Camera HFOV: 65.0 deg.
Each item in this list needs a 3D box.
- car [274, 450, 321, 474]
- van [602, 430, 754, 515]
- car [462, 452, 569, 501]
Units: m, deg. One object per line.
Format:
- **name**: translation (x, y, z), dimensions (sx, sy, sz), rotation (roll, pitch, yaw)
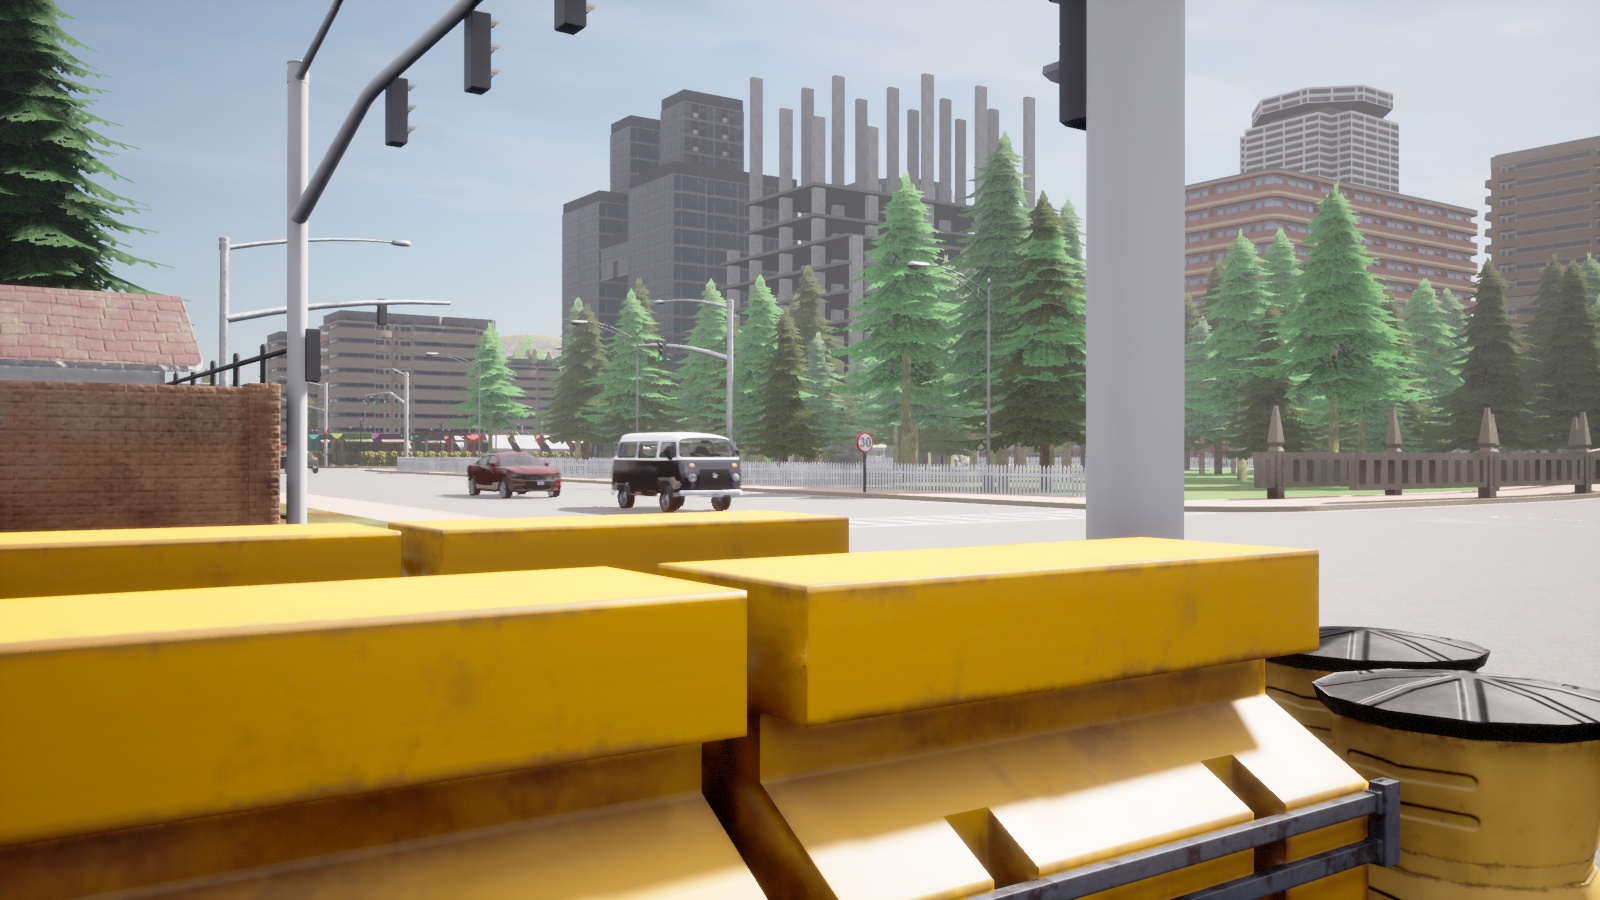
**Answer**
- **car**: translation (-35.247, 0.813, 88.001), dimensions (2.152, 1.651, 5.027), rotation (0, 0, -33)
- **van**: translation (-3.229, 0.558, 32.394), dimensions (2.069, 2.038, 4.480), rotation (0, -1, -33)
- **car**: translation (-9.622, 0.846, 42.215), dimensions (1.882, 1.535, 5.008), rotation (0, 0, -33)
